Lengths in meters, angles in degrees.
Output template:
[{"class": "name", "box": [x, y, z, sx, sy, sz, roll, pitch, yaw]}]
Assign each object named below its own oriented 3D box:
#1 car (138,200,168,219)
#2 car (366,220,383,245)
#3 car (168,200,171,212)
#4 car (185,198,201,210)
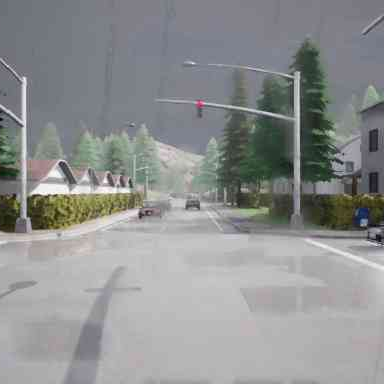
[{"class": "car", "box": [-3.494, 1.572, 29.358, 1.994, 1.385, 4.181, 0, 0, 0]}, {"class": "car", "box": [8.894, 1.303, 11.863, 4.902, 1.511, 2.128, 0, 0, 0]}, {"class": "car", "box": [-3.493, 1.611, 39.353, 1.895, 1.301, 4.718, 0, 0, 0]}, {"class": "car", "box": [0.109, 1.516, 43.325, 1.837, 1.490, 4.892, 0, 0, 0]}]
